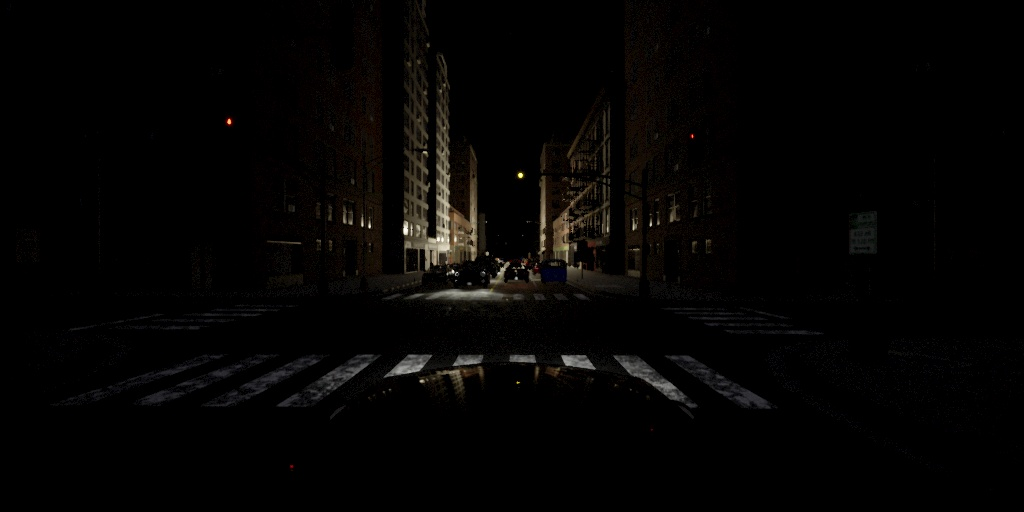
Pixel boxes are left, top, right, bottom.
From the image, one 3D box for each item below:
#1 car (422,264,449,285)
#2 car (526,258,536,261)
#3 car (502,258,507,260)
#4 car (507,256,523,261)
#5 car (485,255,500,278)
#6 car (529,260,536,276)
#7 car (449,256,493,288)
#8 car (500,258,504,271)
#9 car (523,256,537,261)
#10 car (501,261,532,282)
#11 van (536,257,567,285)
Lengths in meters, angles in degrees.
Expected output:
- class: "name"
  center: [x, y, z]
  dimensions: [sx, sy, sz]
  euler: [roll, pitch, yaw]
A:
- class: "car"
  center: [-5.161, 1.299, 25.480]
  dimensions: [2.007, 1.370, 4.403]
  euler: [0, 0, 1]
- class: "car"
  center: [3.086, 1.325, 48.135]
  dimensions: [1.802, 1.307, 4.207]
  euler: [0, 0, 1]
- class: "car"
  center: [-2.188, 1.387, 59.740]
  dimensions: [1.895, 1.301, 4.718]
  euler: [0, 0, 1]
- class: "car"
  center: [0.537, 1.215, 55.798]
  dimensions: [1.882, 1.535, 5.008]
  euler: [0, 0, 1]
- class: "car"
  center: [-2.533, 0.969, 33.826]
  dimensions: [2.150, 2.045, 5.566]
  euler: [0, 0, 1]
- class: "car"
  center: [2.975, 1.329, 36.772]
  dimensions: [1.802, 1.307, 4.207]
  euler: [0, 0, 1]
- class: "car"
  center: [-2.587, 1.100, 23.899]
  dimensions: [2.097, 1.767, 4.553]
  euler: [0, 0, 0]
- class: "car"
  center: [-2.429, 1.309, 44.159]
  dimensions: [1.994, 1.385, 4.181]
  euler: [0, 0, 0]
- class: "car"
  center: [3.142, 1.053, 53.816]
  dimensions: [2.192, 1.841, 5.009]
  euler: [0, 0, 1]
- class: "car"
  center: [0.363, 1.349, 28.990]
  dimensions: [1.895, 1.301, 4.718]
  euler: [0, 0, 1]
- class: "van"
  center: [2.864, 1.089, 25.411]
  dimensions: [1.690, 1.789, 3.998]
  euler: [0, 0, 1]
